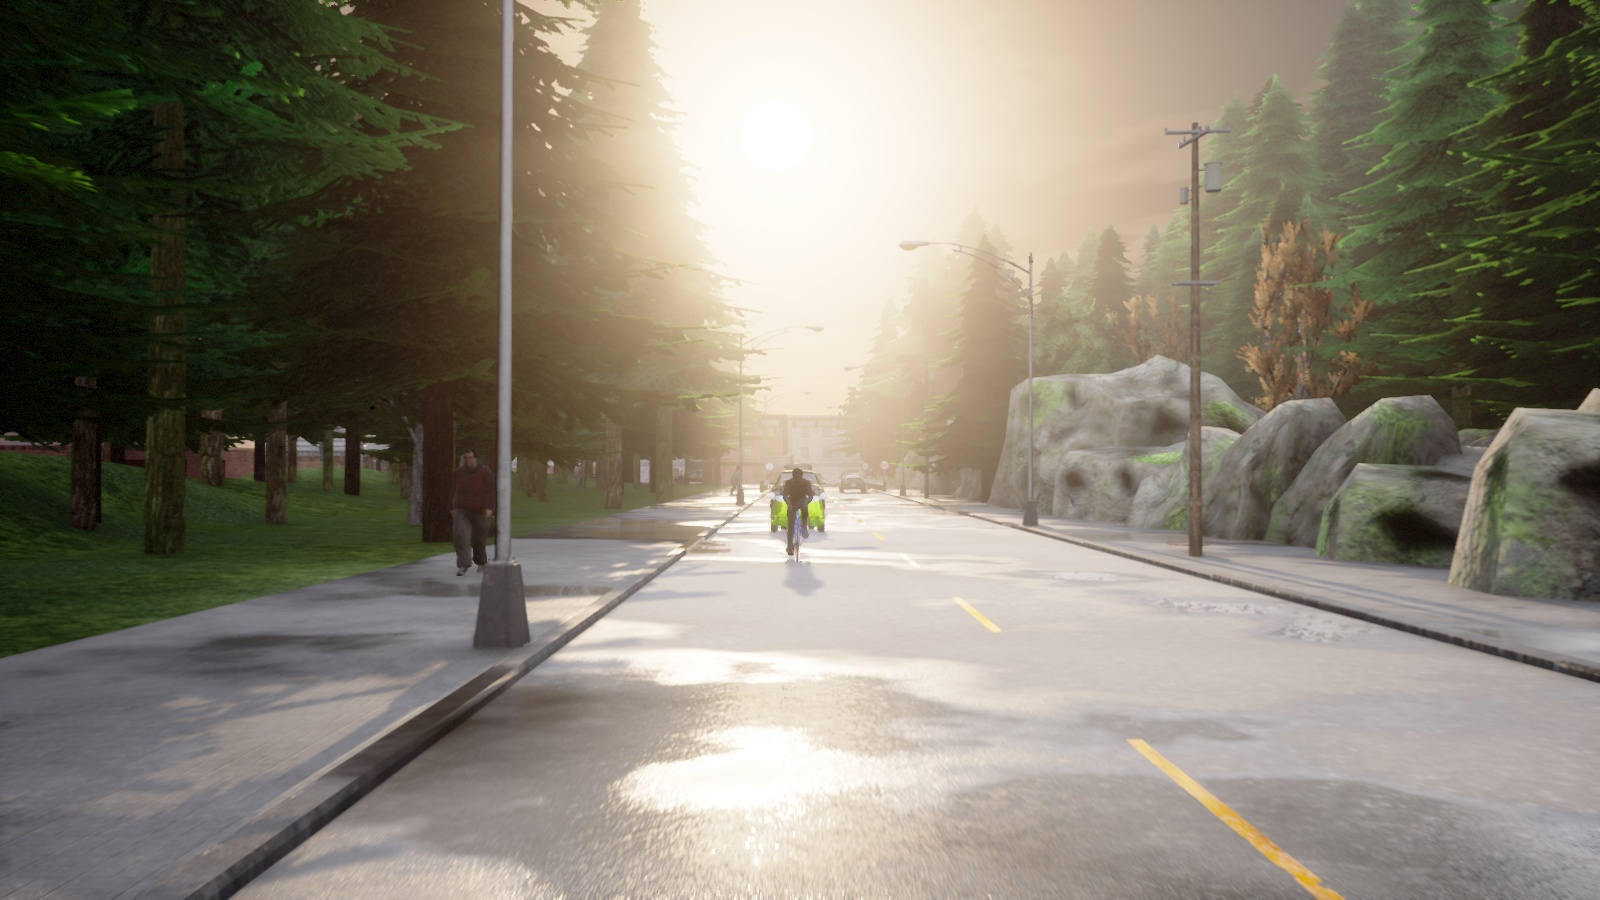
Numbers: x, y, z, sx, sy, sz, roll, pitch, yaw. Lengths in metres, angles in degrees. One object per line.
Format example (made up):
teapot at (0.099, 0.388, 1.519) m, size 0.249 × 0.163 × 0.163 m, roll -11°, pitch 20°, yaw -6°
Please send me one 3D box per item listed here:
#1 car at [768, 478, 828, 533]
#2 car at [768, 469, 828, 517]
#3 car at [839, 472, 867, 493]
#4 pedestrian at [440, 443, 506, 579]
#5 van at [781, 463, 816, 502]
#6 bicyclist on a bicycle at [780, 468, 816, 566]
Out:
car at (-0.047, 1.413, 32.455) m, size 1.481 × 1.376 × 2.207 m, roll 0°, pitch -1°, yaw 0°
car at (-0.064, 1.505, 45.409) m, size 2.033 × 1.649 × 4.856 m, roll 0°, pitch -1°, yaw 0°
car at (3.867, 2.376, 92.659) m, size 1.812 × 1.442 × 4.674 m, roll 0°, pitch -1°, yaw 0°
pedestrian at (-4.543, 0.835, 17.483) m, size 0.634 × 1.844 × 0.899 m, roll 0°, pitch -1°, yaw 4°
van at (-0.093, 1.680, 66.716) m, size 1.775 × 1.987 × 4.442 m, roll 0°, pitch -1°, yaw 0°
bicyclist on a bicycle at (-0.033, 1.132, 21.759) m, size 0.582 × 1.620 × 1.656 m, roll 0°, pitch -1°, yaw 0°
